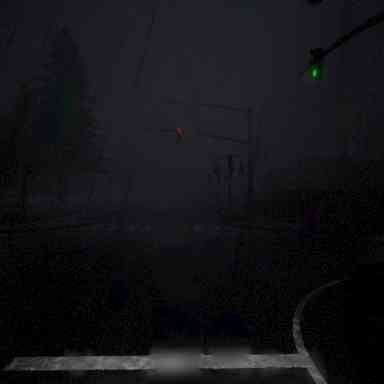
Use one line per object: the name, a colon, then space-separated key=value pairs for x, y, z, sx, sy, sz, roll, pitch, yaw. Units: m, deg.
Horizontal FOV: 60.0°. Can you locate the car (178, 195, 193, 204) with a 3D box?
car: x=-0.909 y=1.518 z=60.877 sx=2.033 sy=1.411 sz=5.357 roll=0 pitch=0 yaw=-7

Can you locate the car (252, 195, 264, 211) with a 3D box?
car: x=8.866 y=1.144 z=36.257 sx=4.605 sy=1.855 sz=1.932 roll=0 pitch=0 yaw=-1

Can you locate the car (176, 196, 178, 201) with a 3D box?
car: x=-2.202 y=1.327 z=71.061 sx=1.812 sy=1.442 sz=4.674 roll=0 pitch=0 yaw=-13
